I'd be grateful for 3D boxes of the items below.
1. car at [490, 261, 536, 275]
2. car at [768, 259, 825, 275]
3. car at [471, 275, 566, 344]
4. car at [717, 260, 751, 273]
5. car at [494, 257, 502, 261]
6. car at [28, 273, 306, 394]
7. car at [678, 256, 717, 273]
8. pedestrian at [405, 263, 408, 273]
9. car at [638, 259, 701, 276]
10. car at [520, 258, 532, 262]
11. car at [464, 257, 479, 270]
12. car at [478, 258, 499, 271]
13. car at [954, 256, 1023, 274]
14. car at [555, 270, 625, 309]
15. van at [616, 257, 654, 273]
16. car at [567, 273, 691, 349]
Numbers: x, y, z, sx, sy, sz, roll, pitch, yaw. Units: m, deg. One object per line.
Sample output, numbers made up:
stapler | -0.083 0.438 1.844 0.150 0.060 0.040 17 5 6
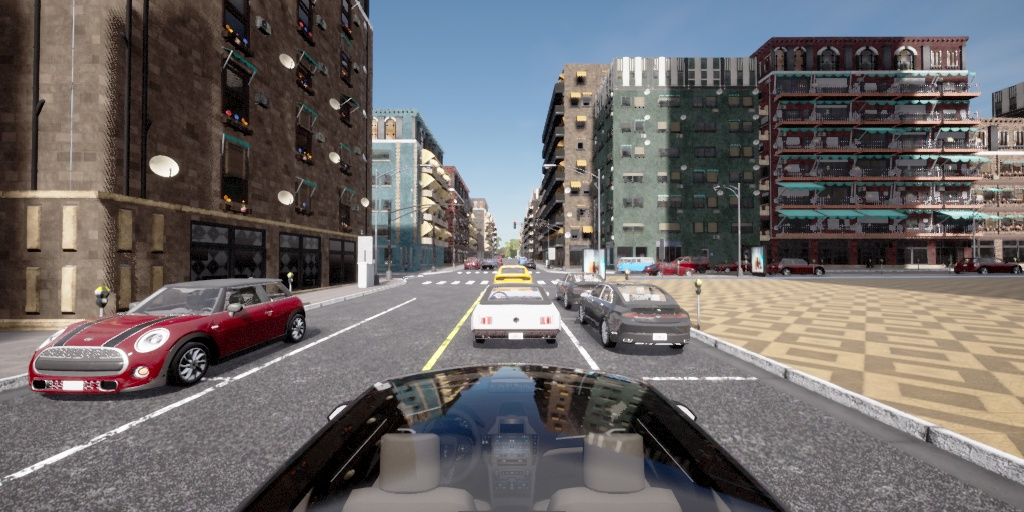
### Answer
car | 0.053 1.233 19.038 1.882 1.535 5.008 0 0 0
car | 24.696 0.936 31.170 4.097 1.591 1.967 0 0 0
car | 0.081 1.353 9.585 1.895 1.301 4.718 0 0 0
car | 24.739 1.165 39.550 4.507 1.381 1.888 0 0 0
car | -3.218 1.319 60.148 2.033 1.411 5.357 0 0 0
car | -5.830 1.191 6.747 1.967 1.591 4.097 0 0 0
car | 19.211 0.977 39.577 5.009 1.841 2.192 0 0 0
pedestrian | -12.623 1.097 42.694 0.375 1.860 0.375 0 0 0
car | 13.640 1.163 31.224 4.207 1.307 1.802 0 0 0
car | 2.574 1.334 52.764 1.948 1.339 4.313 0 0 0
car | -5.807 1.083 52.785 2.192 1.841 5.009 0 0 0
car | -3.228 1.368 50.455 1.895 1.301 4.718 0 0 1
car | 41.277 0.812 31.089 4.097 1.591 1.967 0 0 0
car | 2.791 1.304 14.572 2.007 1.370 4.403 0 0 0
van | 13.683 1.046 39.604 3.998 1.789 1.690 0 0 0
car | 2.804 1.303 9.002 2.007 1.370 4.403 0 0 0
